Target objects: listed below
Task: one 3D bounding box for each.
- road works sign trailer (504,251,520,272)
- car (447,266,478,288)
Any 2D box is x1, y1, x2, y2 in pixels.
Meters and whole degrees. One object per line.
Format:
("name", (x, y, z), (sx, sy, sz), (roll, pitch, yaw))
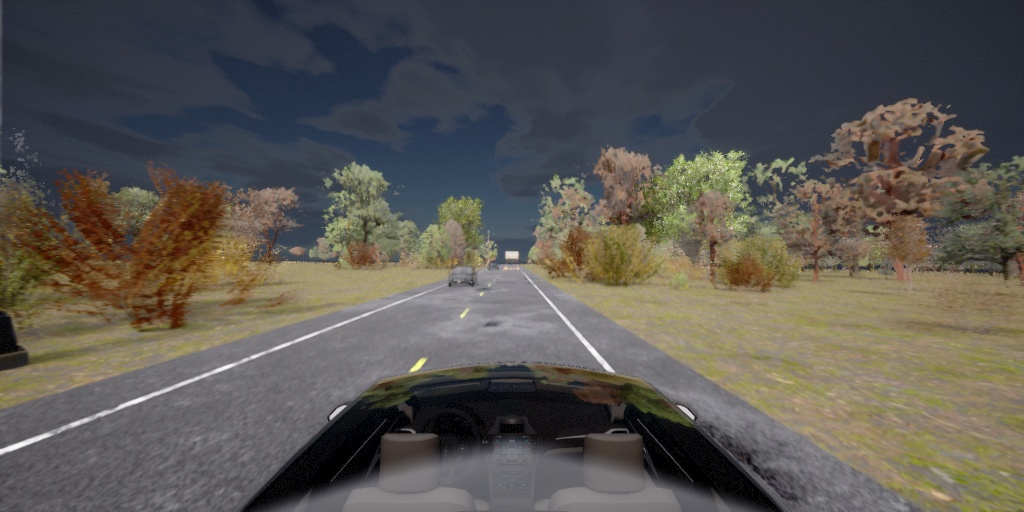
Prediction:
("road works sign trailer", (0.017, 0.883, 61.948), (2.380, 3.560, 2.880), (0, 0, 0))
("car", (-3.592, 1.518, 26.812), (1.837, 1.490, 4.892), (0, -1, 0))
